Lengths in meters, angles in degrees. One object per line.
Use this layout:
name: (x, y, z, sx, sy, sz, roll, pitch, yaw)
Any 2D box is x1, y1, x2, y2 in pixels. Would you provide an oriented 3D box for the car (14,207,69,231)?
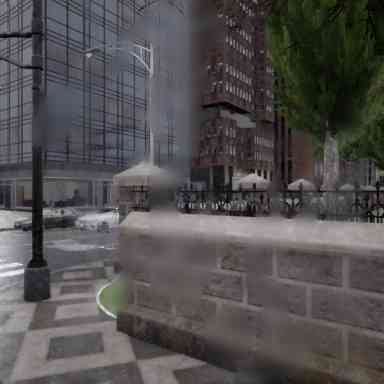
car: (-8.425, 1.632, 20.205, 2.008, 1.369, 4.403, 0, -1, 36)

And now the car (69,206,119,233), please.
car: (-4.858, 1.621, 20.591, 1.812, 1.442, 4.674, 0, -1, 36)
